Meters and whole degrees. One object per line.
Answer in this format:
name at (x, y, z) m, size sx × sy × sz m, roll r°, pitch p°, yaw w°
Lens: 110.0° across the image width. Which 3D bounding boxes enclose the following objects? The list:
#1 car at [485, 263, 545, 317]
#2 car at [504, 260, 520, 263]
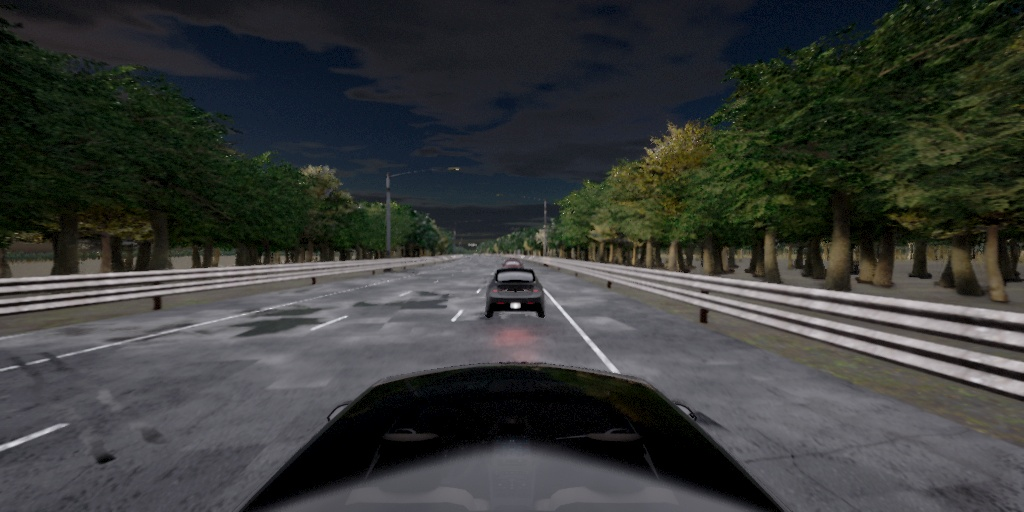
car at (0.102, 1.157, 12.737) m, size 1.837 × 1.490 × 4.892 m, roll 0°, pitch 1°, yaw 0°
car at (0.028, 1.022, 30.595) m, size 1.812 × 1.442 × 4.674 m, roll 0°, pitch 0°, yaw -1°
